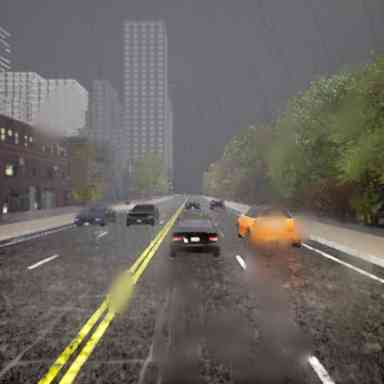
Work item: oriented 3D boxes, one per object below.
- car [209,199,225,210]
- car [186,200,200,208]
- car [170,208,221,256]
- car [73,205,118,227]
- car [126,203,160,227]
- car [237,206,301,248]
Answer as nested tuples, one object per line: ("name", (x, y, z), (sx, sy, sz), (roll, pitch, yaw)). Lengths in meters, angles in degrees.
("car", (3.348, 1.647, 44.561), (2.128, 1.511, 4.902), (0, 0, 0))
("car", (0.097, 1.764, 47.098), (1.895, 1.301, 4.718), (0, 0, 0))
("car", (0.099, 1.597, 13.359), (2.033, 1.411, 5.357), (0, 0, 0))
("car", (-6.598, 1.632, 23.490), (2.033, 1.411, 5.357), (0, 0, 0))
("car", (-3.340, 1.562, 23.479), (1.882, 1.535, 5.008), (0, 0, 0))
("car", (3.349, 1.408, 15.301), (2.097, 1.767, 4.553), (0, 0, 0))
